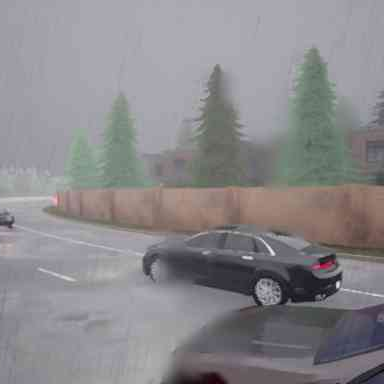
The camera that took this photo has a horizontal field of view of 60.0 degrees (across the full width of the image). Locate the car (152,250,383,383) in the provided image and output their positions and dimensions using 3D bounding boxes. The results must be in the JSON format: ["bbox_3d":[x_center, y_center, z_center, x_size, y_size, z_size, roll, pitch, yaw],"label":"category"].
[{"bbox_3d":[2.322,1.561,2.366,5.357,1.411,2.033,0,0,36],"label":"car"}]

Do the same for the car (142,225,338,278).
[{"bbox_3d":[0.906,1.545,7.907,4.892,1.490,1.837,0,0,38],"label":"car"}]

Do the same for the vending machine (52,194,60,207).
[{"bbox_3d":[-22.968,1.461,56.083,1.100,2.100,0.880,0,0,-15],"label":"vending machine"}]

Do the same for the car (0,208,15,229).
[{"bbox_3d":[-13.136,1.703,21.810,1.895,1.301,4.718,0,0,-39],"label":"car"}]
